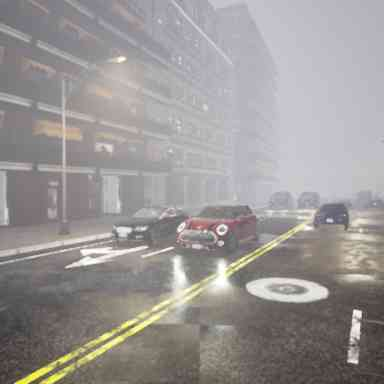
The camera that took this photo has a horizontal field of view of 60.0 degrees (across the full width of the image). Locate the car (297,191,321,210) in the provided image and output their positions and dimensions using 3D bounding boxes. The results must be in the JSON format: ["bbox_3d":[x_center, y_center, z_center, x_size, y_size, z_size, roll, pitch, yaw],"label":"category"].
[{"bbox_3d":[13.639,0.934,38.444,2.150,2.045,5.566,0,0,26],"label":"car"}]

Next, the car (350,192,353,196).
[{"bbox_3d":[34.407,0.788,69.836,2.097,1.767,4.553,0,0,21],"label":"car"}]

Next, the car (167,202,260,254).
[{"bbox_3d":[1.185,1.260,13.347,2.097,1.767,4.553,0,0,27],"label":"car"}]

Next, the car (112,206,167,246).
[{"bbox_3d":[-1.567,1.392,15.095,2.128,1.511,4.902,0,0,27],"label":"car"}]

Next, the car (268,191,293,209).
[{"bbox_3d":[10.785,0.929,40.009,2.150,2.045,5.566,0,0,26],"label":"car"}]

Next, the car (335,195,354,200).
[{"bbox_3d":[16.491,1.318,36.575,1.895,1.301,4.718,0,0,25],"label":"car"}]

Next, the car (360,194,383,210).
[{"bbox_3d":[20.572,1.265,37.658,1.994,1.385,4.181,0,0,25],"label":"car"}]

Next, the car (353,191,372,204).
[{"bbox_3d":[27.495,0.799,53.069,2.150,2.045,5.566,0,1,23],"label":"car"}]

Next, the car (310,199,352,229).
[{"bbox_3d":[8.555,1.373,20.204,1.812,1.442,4.674,0,0,27],"label":"car"}]
